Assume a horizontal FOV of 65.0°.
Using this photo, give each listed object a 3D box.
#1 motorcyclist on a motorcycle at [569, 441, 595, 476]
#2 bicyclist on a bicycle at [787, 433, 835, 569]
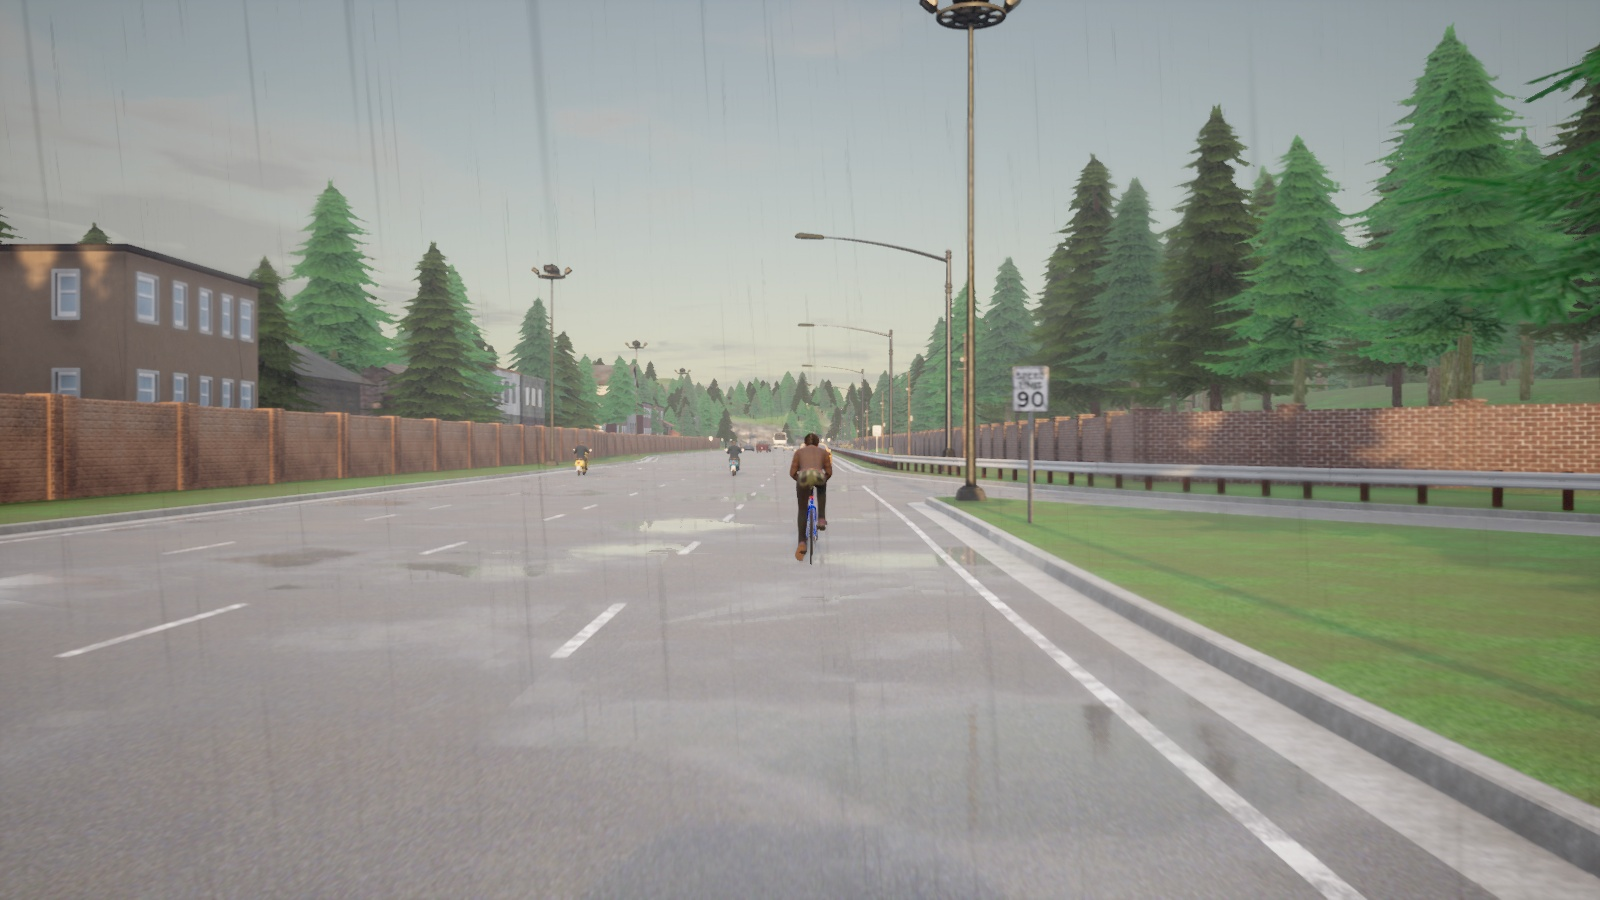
[{"bbox_3d":[-9.993,0.374,57.518,0.866,1.590,1.817,0,0,0],"label":"motorcyclist on a motorcycle"},{"bbox_3d":[0.149,0.612,15.896,0.582,1.620,1.656,0,0,1],"label":"bicyclist on a bicycle"}]
